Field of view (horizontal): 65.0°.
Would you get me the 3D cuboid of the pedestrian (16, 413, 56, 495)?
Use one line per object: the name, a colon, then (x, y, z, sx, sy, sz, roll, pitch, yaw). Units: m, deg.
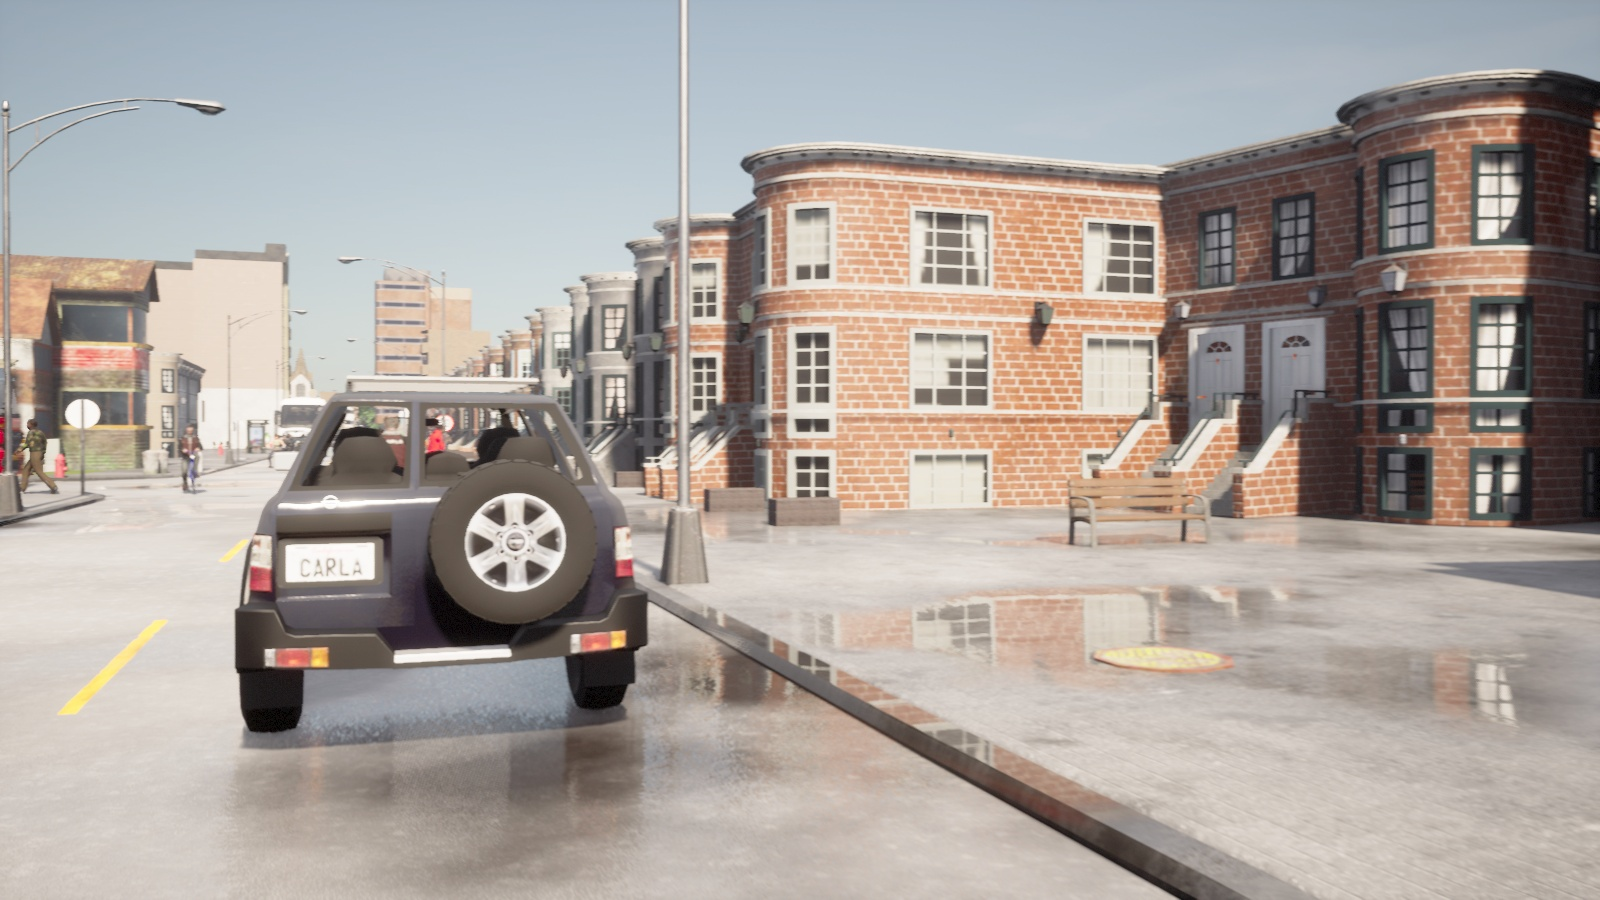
pedestrian: (-18.179, 0.092, 29.895, 0.692, 1.930, 0.395, 0, 1, -5)

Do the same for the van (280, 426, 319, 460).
van: (-31.337, -0.446, 78.722, 2.069, 2.038, 4.480, 0, 1, -19)

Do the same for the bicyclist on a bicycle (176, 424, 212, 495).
bicyclist on a bicycle: (-15.591, 0.234, 32.305, 0.659, 1.776, 1.843, 0, 1, -31)

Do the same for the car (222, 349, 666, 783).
car: (-2.316, 0.471, 7.853, 1.932, 1.855, 4.605, 0, 1, -19)

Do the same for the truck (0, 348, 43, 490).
truck: (-25.665, -0.842, 33.975, 8.468, 3.827, 2.891, 0, 1, -19)

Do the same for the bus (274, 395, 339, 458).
bus: (-35.533, -1.684, 90.750, 3.944, 4.253, 10.273, 0, 1, -19)
